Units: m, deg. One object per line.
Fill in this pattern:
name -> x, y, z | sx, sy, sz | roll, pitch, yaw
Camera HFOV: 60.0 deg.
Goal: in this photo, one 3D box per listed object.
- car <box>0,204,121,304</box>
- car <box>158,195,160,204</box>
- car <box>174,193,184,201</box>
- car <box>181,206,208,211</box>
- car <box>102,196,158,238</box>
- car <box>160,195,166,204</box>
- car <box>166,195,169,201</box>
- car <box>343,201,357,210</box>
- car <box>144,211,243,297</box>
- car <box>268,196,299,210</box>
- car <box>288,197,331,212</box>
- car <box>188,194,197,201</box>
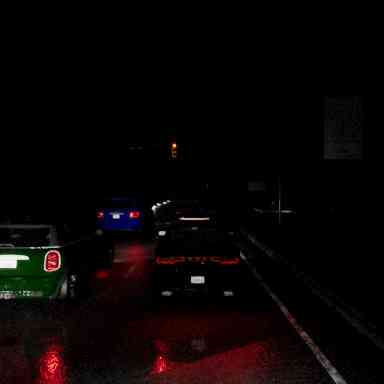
car -> -3.388, 1.352, 8.276 | 2.097, 1.767, 4.553 | 0, 0, 0
car -> -7.002, 1.505, 55.801 | 1.837, 1.490, 4.892 | 0, 0, 0
car -> -3.372, 1.218, 85.650 | 2.150, 2.045, 5.566 | 0, 0, 0
car -> 0.127, 1.491, 18.148 | 2.128, 1.511, 4.902 | 0, 0, 0
car -> -3.393, 1.221, 17.893 | 2.150, 2.045, 5.566 | 0, 0, 2
car -> -6.931, 1.547, 65.714 | 2.033, 1.411, 5.357 | 0, 0, 1
car -> -6.887, 1.478, 75.848 | 1.882, 1.535, 5.008 | 0, 0, 0
car -> 20.595, 1.562, 41.476 | 4.181, 1.385, 1.994 | 0, 0, 3
car -> 0.113, 1.478, 8.648 | 1.882, 1.535, 5.008 | 0, 0, 0
car -> 12.009, 1.352, 41.970 | 4.553, 1.767, 2.097 | 0, 0, 3
car -> 13.764, 1.564, 38.361 | 4.181, 1.385, 1.994 | 0, 0, 3
car -> 0.128, 1.348, 85.967 | 2.097, 1.767, 4.553 | 0, 0, 0
